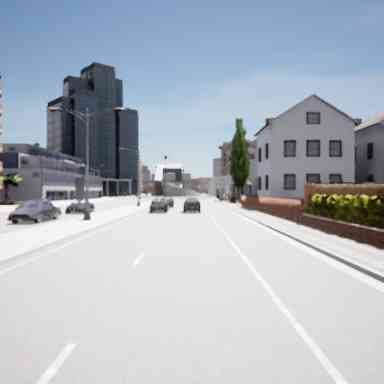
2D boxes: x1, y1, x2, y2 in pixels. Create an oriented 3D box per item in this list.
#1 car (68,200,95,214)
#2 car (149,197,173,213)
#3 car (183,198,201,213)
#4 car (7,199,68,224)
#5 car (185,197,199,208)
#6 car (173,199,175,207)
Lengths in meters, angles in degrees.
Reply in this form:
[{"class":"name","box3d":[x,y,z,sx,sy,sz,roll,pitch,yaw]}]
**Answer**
[{"class":"car","box3d":[-11.556,1.504,34.707,1.994,1.385,4.181,0,0,1]},{"class":"car","box3d":[-3.496,1.429,35.987,2.128,1.511,4.902,0,0,0]},{"class":"car","box3d":[0.004,1.415,35.987,1.882,1.535,5.008,0,0,0]},{"class":"car","box3d":[-11.571,1.505,24.978,2.033,1.411,5.357,0,0,0]},{"class":"car","box3d":[0.013,1.482,47.335,1.994,1.385,4.181,0,0,0]},{"class":"car","box3d":[-3.489,1.411,47.097,2.128,1.511,4.902,0,0,0]}]
